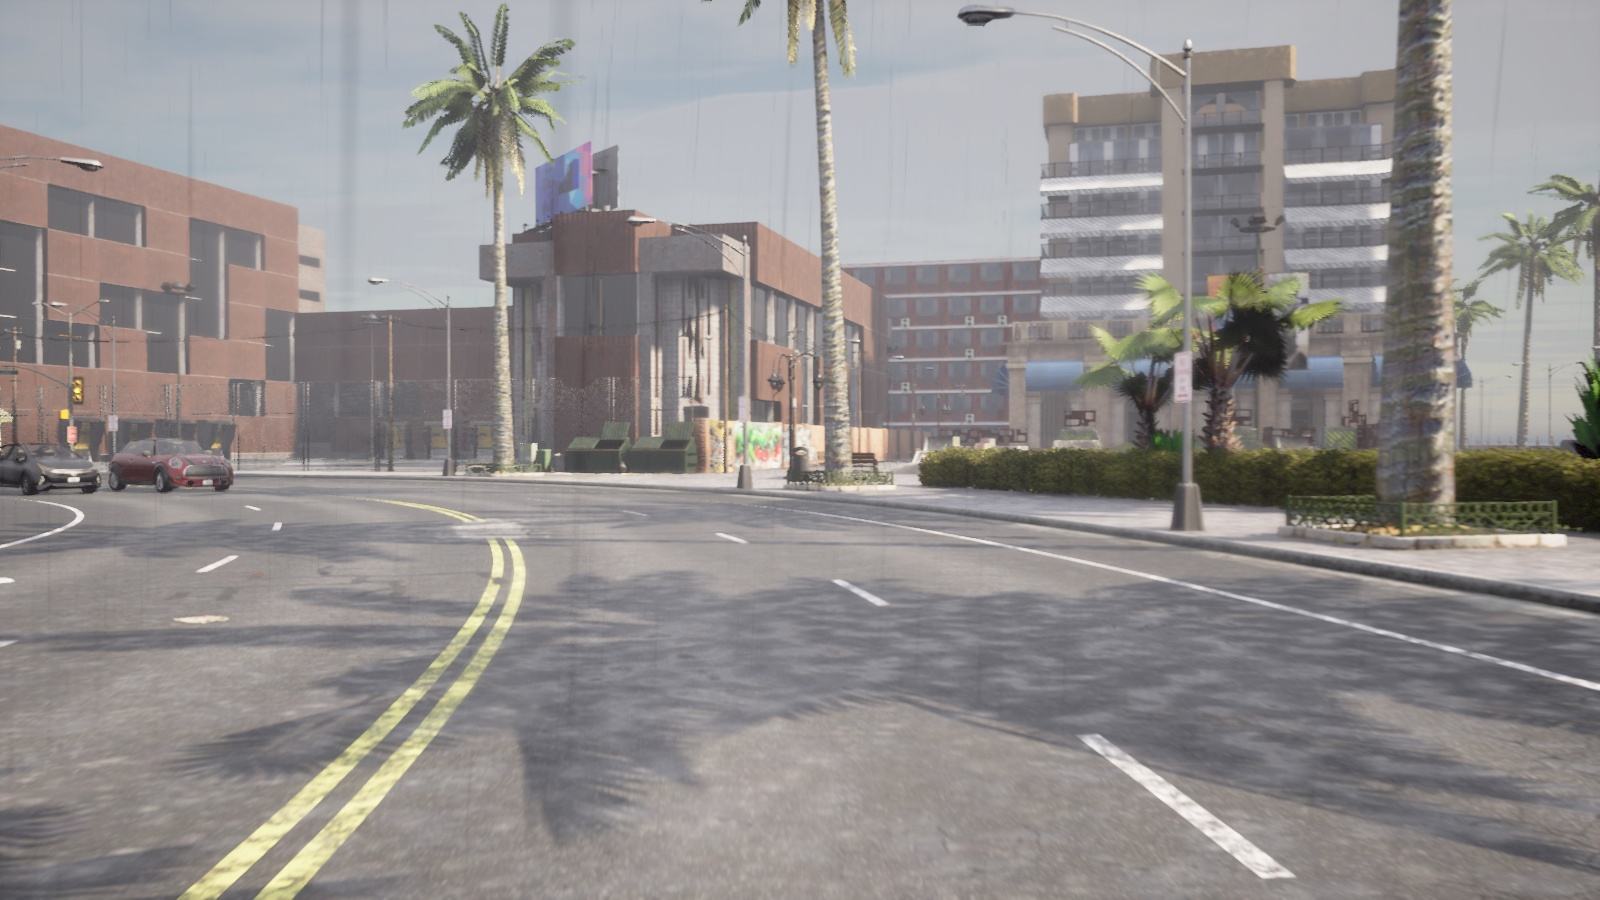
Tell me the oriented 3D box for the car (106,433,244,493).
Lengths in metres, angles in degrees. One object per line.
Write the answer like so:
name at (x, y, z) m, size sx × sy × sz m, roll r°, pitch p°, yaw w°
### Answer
car at (-19.775, 0.379, 39.649) m, size 4.553 × 1.767 × 2.097 m, roll 0°, pitch 0°, yaw 37°

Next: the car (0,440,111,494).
car at (-22.702, 0.478, 37.512) m, size 4.514 × 1.525 × 2.007 m, roll 0°, pitch 0°, yaw 36°
